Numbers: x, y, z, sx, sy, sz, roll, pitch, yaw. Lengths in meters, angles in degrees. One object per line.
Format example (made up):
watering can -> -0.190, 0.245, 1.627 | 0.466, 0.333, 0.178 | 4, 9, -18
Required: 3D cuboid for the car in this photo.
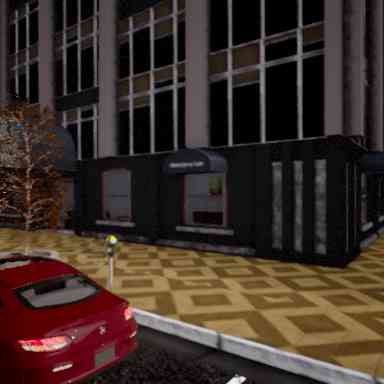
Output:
car -> -2.614, 1.594, 4.739 | 4.206, 1.307, 1.802 | 0, 0, 36
